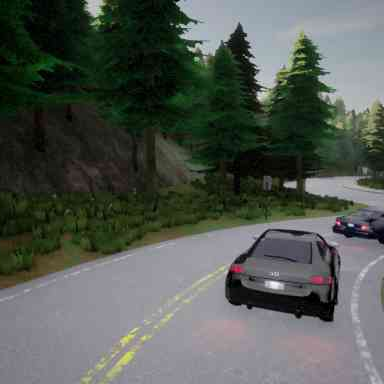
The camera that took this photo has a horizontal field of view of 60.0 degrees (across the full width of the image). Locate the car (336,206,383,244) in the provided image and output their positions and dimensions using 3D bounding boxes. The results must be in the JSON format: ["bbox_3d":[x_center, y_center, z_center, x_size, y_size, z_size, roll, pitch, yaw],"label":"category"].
[{"bbox_3d":[8.624,1.372,14.989,5.357,1.411,2.033,-1,5,-33],"label":"car"}]

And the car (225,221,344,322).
[{"bbox_3d":[2.227,1.531,7.475,1.994,1.385,4.181,2,2,24],"label":"car"}]
